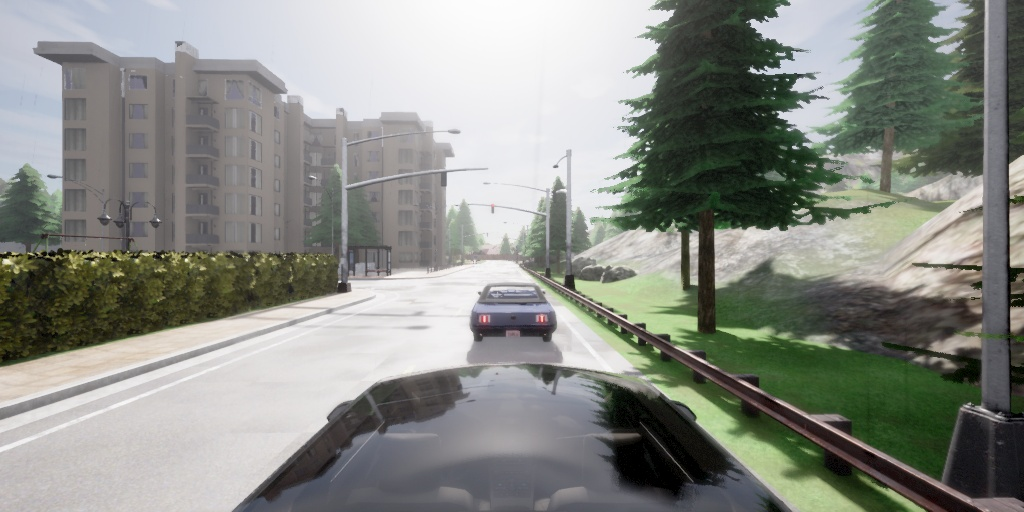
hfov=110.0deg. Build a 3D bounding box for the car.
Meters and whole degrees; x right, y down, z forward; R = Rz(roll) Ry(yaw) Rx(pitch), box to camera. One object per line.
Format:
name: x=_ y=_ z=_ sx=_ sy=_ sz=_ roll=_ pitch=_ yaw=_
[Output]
car: x=-0.003 y=1.351 z=9.771 sx=1.895 sy=1.301 sz=4.718 roll=0 pitch=0 yaw=-1
